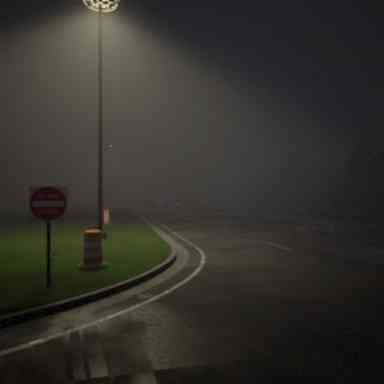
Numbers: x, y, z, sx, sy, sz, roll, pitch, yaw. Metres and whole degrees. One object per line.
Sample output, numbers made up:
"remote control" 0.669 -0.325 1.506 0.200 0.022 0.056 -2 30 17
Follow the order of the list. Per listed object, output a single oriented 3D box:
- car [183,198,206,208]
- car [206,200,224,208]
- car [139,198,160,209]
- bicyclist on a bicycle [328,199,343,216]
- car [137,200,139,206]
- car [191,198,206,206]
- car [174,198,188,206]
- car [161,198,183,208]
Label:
"car" 0.146 1.815 53.100 2.033 1.411 5.357 0 0 -13
"car" 3.568 1.863 53.835 1.895 1.301 4.718 0 0 -13
"car" -6.673 1.826 51.518 2.033 1.411 5.357 0 0 -13
"bicyclist on a bicycle" 13.125 1.420 30.399 1.656 1.620 0.582 0 0 -13
"car" -8.980 1.839 61.232 1.837 1.490 4.892 0 0 -13
"car" 1.248 1.882 63.605 1.994 1.385 4.181 0 0 -13
"car" -2.162 1.828 62.814 1.837 1.490 4.892 0 0 -13
"car" -3.246 1.874 52.230 1.895 1.301 4.718 0 0 -13
